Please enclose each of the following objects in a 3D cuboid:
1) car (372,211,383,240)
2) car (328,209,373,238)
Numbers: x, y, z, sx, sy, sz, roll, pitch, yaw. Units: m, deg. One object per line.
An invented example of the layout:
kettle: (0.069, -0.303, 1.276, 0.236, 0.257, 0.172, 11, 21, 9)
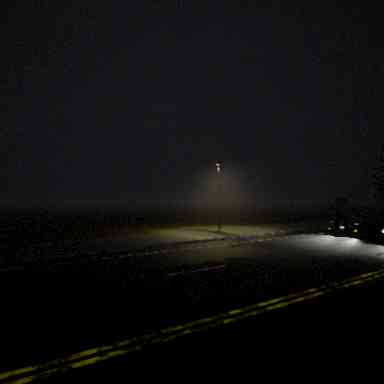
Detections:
car: (10.982, 1.670, 15.779, 5.357, 1.411, 2.033, 0, 0, -37)
car: (9.511, 1.693, 18.746, 4.181, 1.385, 1.994, 1, 0, -37)
